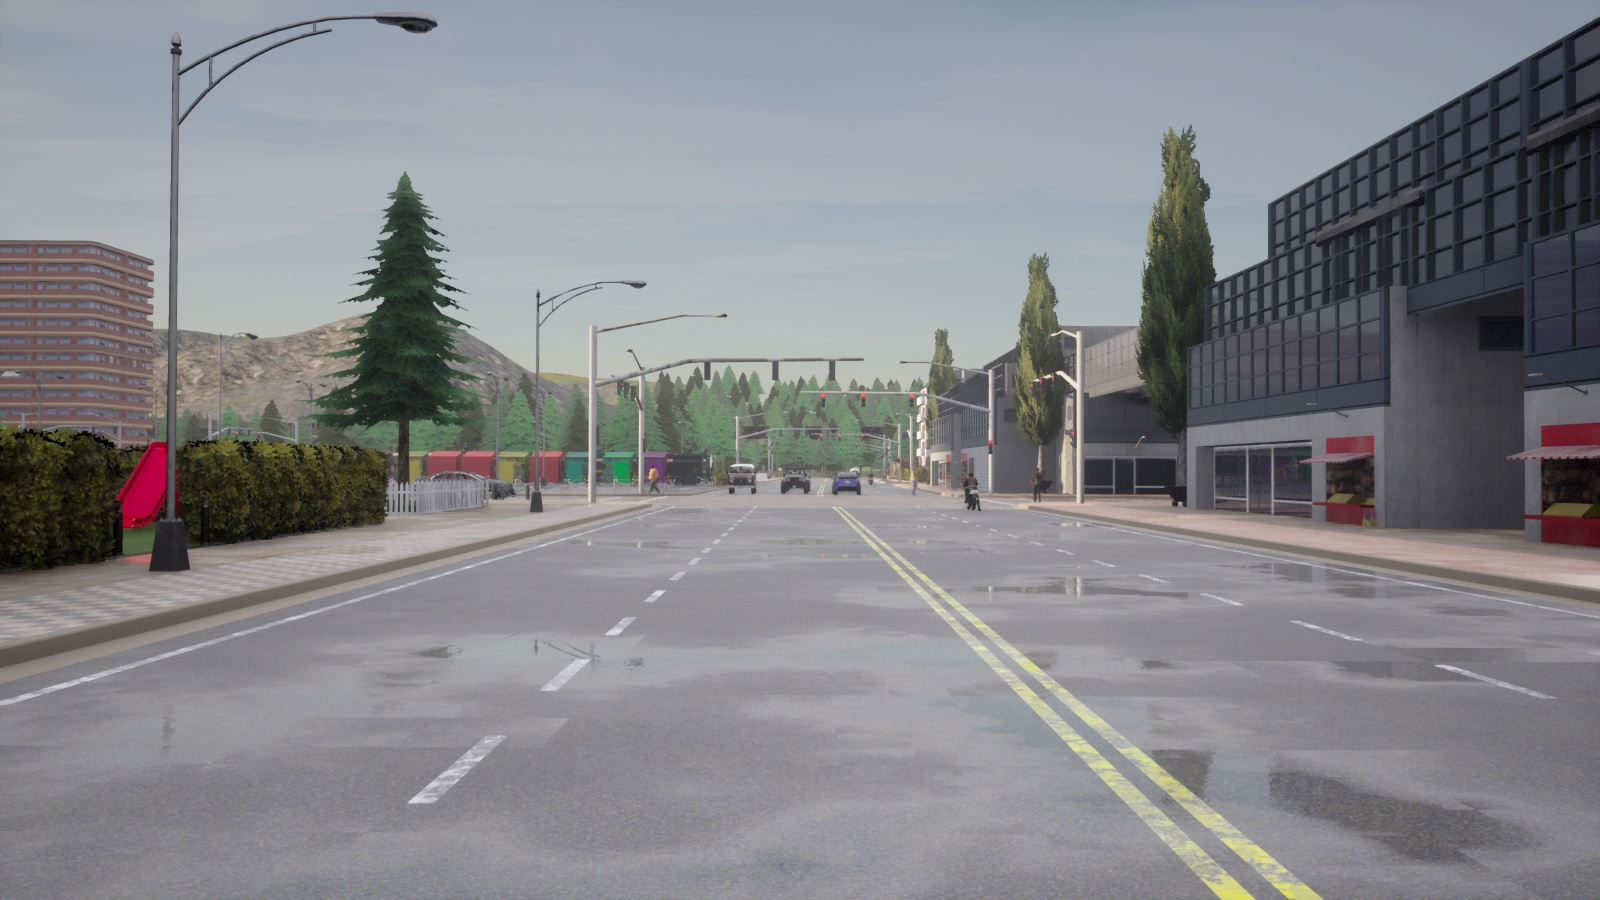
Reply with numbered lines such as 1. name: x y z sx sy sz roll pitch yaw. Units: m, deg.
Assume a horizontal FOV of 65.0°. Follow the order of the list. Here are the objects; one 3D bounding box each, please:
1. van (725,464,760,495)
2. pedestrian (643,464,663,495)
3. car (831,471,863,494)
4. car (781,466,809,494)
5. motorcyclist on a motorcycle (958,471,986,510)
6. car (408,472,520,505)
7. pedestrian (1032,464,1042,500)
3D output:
1. van: -3.870 1.979 85.083 2.069 2.038 4.480 0 -1 1
2. pedestrian: -8.946 1.788 76.341 0.900 1.855 0.874 1 -1 -38
3. car: 3.119 2.155 83.919 2.007 1.525 4.514 0 -1 0
4. car: -0.334 2.079 87.593 1.905 1.878 3.866 0 -1 1
5. motorcyclist on a motorcycle: 6.870 1.612 50.285 0.797 1.523 2.044 0 -1 0
6. car: -16.275 1.858 61.007 4.902 1.511 2.128 0 -1 0
7. pedestrian: 11.830 1.605 62.741 0.328 1.805 0.869 0 -1 -2
